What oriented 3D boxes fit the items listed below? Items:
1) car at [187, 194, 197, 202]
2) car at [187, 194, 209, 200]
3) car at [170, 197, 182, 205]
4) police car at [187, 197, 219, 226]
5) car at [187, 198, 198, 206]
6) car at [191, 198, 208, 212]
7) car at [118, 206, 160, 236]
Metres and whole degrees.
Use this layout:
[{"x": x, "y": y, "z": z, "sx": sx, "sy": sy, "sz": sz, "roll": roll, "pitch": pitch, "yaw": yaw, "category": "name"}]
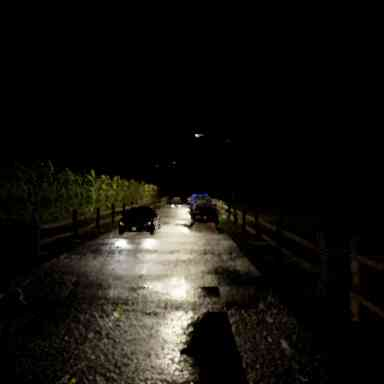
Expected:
[{"x": 0.028, "y": 1.443, "z": 75.727, "sx": 2.097, "sy": 1.767, "sz": 4.553, "roll": 0, "pitch": 0, "yaw": 0, "category": "car"}, {"x": 0.837, "y": 1.254, "z": 33.798, "sx": 2.150, "sy": 2.045, "sz": 5.566, "roll": 0, "pitch": 0, "yaw": 0, "category": "car"}, {"x": -2.770, "y": 1.641, "z": 60.124, "sx": 1.994, "sy": 1.385, "sz": 4.181, "roll": 0, "pitch": 0, "yaw": 1, "category": "car"}, {"x": 0.834, "y": 1.443, "z": 23.878, "sx": 1.930, "sy": 1.638, "sz": 5.238, "roll": 0, "pitch": 0, "yaw": 0, "category": "police car"}, {"x": 0.022, "y": 1.676, "z": 59.243, "sx": 1.895, "sy": 1.301, "sz": 4.718, "roll": 0, "pitch": 0, "yaw": 0, "category": "car"}, {"x": 0.839, "y": 1.514, "z": 39.767, "sx": 1.882, "sy": 1.535, "sz": 5.008, "roll": 0, "pitch": 0, "yaw": 0, "category": "car"}, {"x": -2.843, "y": 1.537, "z": 18.672, "sx": 1.812, "sy": 1.442, "sz": 4.674, "roll": 0, "pitch": 0, "yaw": 0, "category": "car"}]
